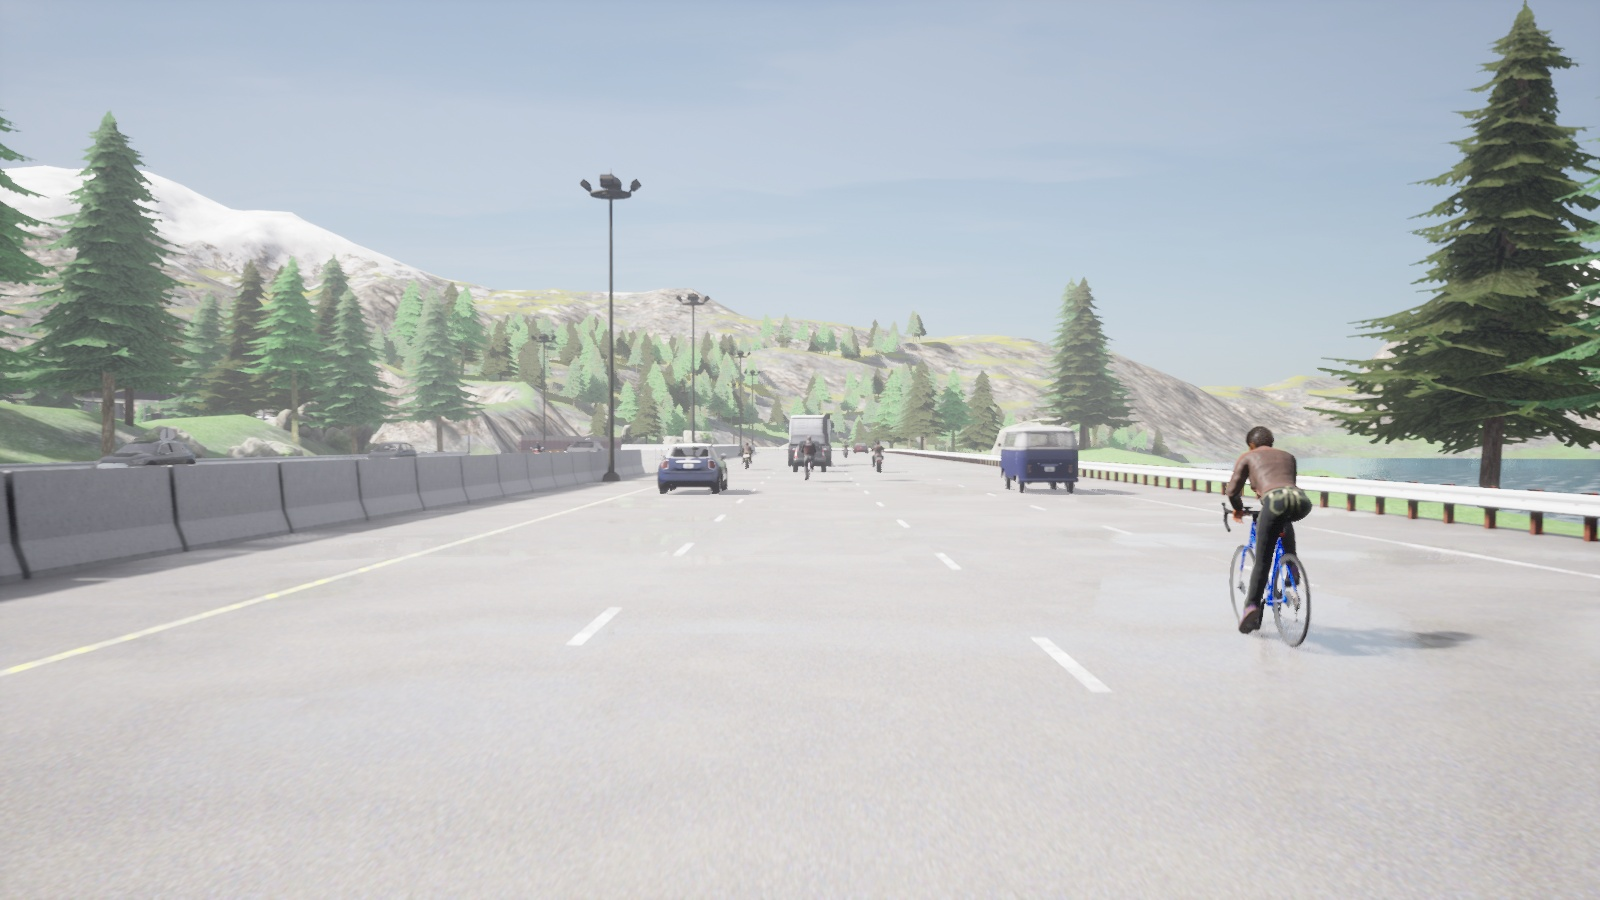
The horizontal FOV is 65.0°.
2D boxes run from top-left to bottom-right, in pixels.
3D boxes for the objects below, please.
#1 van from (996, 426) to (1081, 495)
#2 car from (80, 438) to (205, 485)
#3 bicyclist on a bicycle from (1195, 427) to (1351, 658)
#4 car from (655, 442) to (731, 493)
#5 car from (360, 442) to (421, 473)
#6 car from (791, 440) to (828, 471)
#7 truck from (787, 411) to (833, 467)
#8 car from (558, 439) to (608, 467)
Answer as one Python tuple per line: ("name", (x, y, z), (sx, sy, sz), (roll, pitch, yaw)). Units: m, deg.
("van", (7.264, 0.287, 38.642), (1.775, 1.987, 4.442), (0, 0, 1))
("car", (-24.170, 0.396, 46.405), (2.033, 1.649, 4.856), (0, 0, 0))
("bicyclist on a bicycle", (3.572, 0.648, 9.624), (0.582, 1.620, 1.656), (0, 0, 0))
("car", (-3.237, 0.492, 38.556), (1.970, 1.475, 3.806), (0, 0, 1))
("car", (-20.523, 0.352, 63.055), (1.789, 1.549, 3.705), (0, 0, 1))
("car", (0.503, 0.273, 66.025), (1.851, 1.617, 3.988), (0, 0, 0))
("truck", (0.647, -0.700, 82.560), (2.891, 3.462, 7.936), (0, 0, 1))
("car", (-13.396, 0.141, 77.682), (2.242, 1.667, 4.611), (0, 0, 1))
